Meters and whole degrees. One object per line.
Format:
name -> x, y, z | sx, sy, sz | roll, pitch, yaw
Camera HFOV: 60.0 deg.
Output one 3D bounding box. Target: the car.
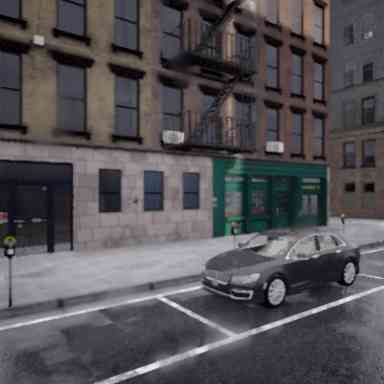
car -> 2.235, 1.550, 7.781 | 4.403, 1.369, 2.008 | 0, 0, -35
